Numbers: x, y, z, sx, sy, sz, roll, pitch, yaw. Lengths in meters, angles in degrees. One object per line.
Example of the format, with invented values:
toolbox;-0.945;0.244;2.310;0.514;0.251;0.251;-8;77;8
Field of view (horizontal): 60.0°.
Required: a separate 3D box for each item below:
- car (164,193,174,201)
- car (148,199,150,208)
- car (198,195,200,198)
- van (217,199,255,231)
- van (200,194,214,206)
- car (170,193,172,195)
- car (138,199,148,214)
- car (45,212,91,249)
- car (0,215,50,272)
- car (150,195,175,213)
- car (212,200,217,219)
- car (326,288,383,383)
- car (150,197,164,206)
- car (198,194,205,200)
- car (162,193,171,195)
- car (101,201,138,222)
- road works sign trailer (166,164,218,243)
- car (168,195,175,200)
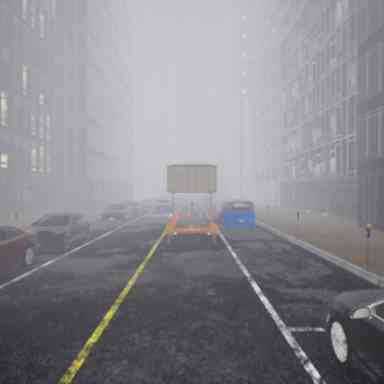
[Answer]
car;-5.693;1.180;82.697;2.192;1.841;5.009;0;0;0
car;-5.693;1.527;42.819;1.802;1.307;4.206;0;0;0
car;2.688;1.416;82.697;2.008;1.369;4.403;0;0;0
van;2.686;1.318;20.030;1.690;1.788;3.998;0;0;0
van;2.687;1.267;54.212;1.690;1.788;3.998;0;0;0
car;-5.693;1.206;71.303;2.192;1.841;5.009;0;0;0
car;-5.694;1.506;31.425;1.887;1.381;4.507;0;0;0
car;-5.694;1.550;14.334;1.947;1.339;4.313;0;0;0
car;-5.694;1.535;8.637;1.887;1.381;4.507;0;0;0
car;-3.095;1.433;36.324;1.882;1.535;5.008;0;0;0
car;2.687;1.551;25.727;1.802;1.307;4.206;0;0;0
car;2.686;1.548;2.940;2.008;1.369;4.403;0;0;0
car;-5.694;1.508;54.213;1.802;1.307;4.206;0;0;0
car;2.689;1.387;94.091;2.008;1.369;4.403;0;0;0
car;-5.692;1.469;65.607;1.947;1.339;4.313;0;0;0
car;-5.694;1.535;25.728;1.947;1.339;4.313;0;0;0
road works sign trailer;0.000;0.446;15.914;2.380;3.560;2.880;0;0;0
car;-5.692;1.419;94.093;1.802;1.307;4.206;0;0;0
